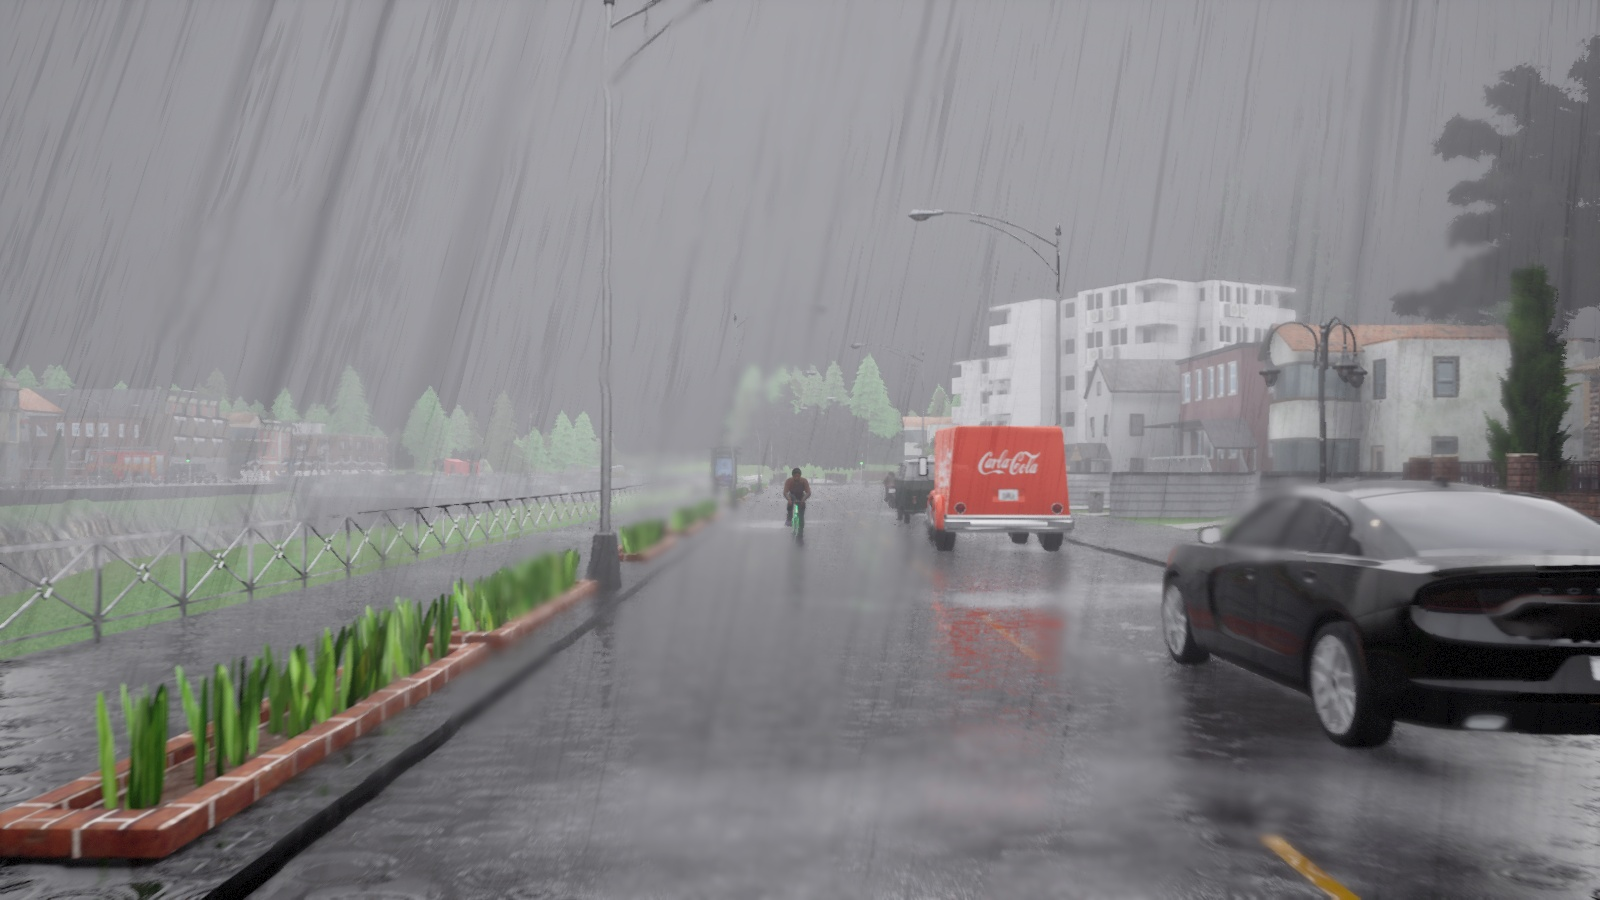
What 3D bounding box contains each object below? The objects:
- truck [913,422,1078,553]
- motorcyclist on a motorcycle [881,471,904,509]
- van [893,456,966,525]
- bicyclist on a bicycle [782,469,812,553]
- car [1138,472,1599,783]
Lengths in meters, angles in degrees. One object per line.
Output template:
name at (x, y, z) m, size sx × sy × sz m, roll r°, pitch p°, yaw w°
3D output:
truck at (3.936, 0.753, 26.363) m, size 2.627 × 2.467 × 5.204 m, roll 0°, pitch -1°, yaw 0°
motorcyclist on a motorcycle at (3.876, 1.664, 52.744) m, size 0.797 × 1.523 × 2.044 m, roll 0°, pitch -1°, yaw 0°
van at (3.909, 1.198, 38.601) m, size 1.775 × 1.987 × 4.442 m, roll 0°, pitch -1°, yaw 0°
bicyclist on a bicycle at (-0.059, 1.186, 25.013) m, size 0.582 × 1.620 × 1.656 m, roll 0°, pitch -1°, yaw 0°
car at (3.980, 0.923, 8.748) m, size 1.882 × 1.535 × 5.008 m, roll 0°, pitch -1°, yaw 0°
